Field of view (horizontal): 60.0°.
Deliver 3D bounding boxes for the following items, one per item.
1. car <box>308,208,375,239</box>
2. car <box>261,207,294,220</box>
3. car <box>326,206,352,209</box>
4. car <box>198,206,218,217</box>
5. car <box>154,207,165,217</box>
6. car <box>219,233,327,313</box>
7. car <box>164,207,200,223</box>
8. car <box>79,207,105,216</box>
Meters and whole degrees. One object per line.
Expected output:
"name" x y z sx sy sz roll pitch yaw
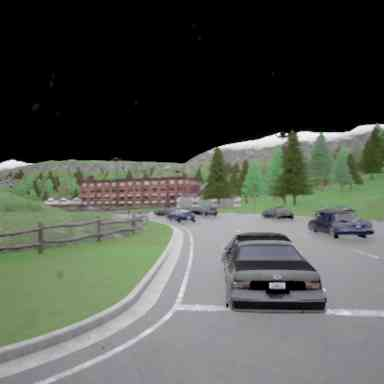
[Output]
"car" 8.704 1.916 19.896 2.033 1.411 5.357 -1 -1 0
"car" 9.451 2.351 37.019 1.994 1.385 4.181 0 -1 -19
"car" 14.248 2.101 33.045 2.128 1.511 4.902 0 -1 -13
"car" 1.554 2.605 44.928 2.128 1.511 4.902 0 -2 -31
"car" -3.259 2.768 46.129 2.033 1.411 5.357 0 -2 -37
"car" 1.698 1.738 8.287 2.033 1.411 5.357 -1 -1 5
"car" -1.119 2.430 34.931 1.812 1.442 4.674 0 -1 -20
"car" -16.095 3.100 53.323 4.902 1.511 2.128 -2 -2 34
